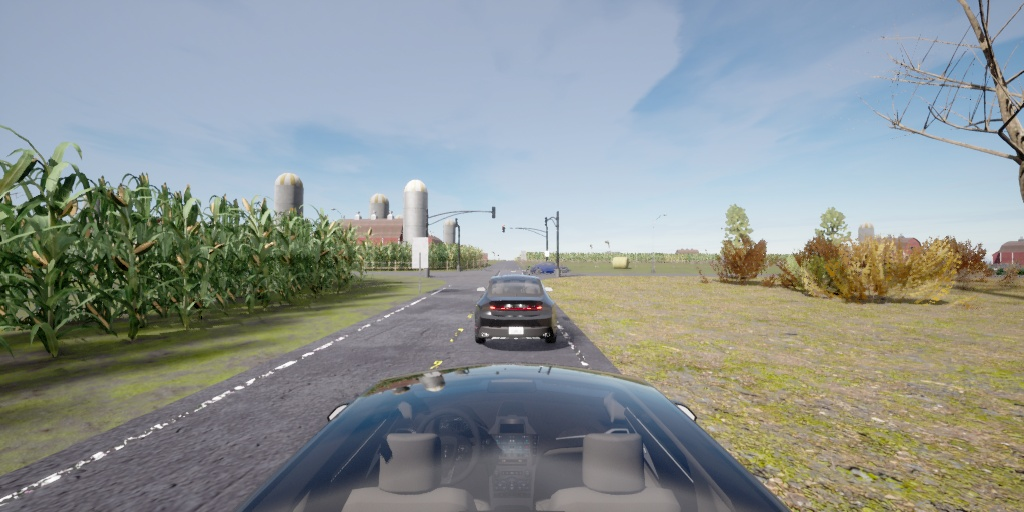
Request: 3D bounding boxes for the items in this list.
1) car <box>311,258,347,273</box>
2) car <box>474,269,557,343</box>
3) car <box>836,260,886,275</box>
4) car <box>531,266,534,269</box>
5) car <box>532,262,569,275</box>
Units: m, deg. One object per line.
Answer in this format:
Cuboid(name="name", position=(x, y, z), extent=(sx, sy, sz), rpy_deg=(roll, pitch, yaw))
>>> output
Cuboid(name="car", position=(-19.794, 0.932, 37.634), extent=(4.553, 1.767, 2.097), rpy_deg=(0, -1, -3))
Cuboid(name="car", position=(0.078, 1.259, 9.649), extent=(1.837, 1.490, 4.892), rpy_deg=(0, 0, 0))
Cuboid(name="car", position=(40.443, 1.339, 41.779), extent=(5.566, 2.045, 2.150), rpy_deg=(1, -1, -5))
Cuboid(name="car", position=(0.030, 1.360, 18.801), extent=(1.895, 1.301, 4.718), rpy_deg=(0, 0, 4))
Cuboid(name="car", position=(4.160, 1.332, 39.114), extent=(4.181, 1.385, 1.994), rpy_deg=(1, -1, -4))
